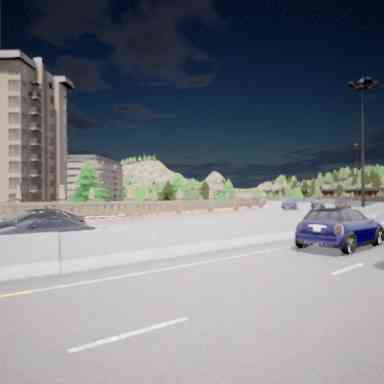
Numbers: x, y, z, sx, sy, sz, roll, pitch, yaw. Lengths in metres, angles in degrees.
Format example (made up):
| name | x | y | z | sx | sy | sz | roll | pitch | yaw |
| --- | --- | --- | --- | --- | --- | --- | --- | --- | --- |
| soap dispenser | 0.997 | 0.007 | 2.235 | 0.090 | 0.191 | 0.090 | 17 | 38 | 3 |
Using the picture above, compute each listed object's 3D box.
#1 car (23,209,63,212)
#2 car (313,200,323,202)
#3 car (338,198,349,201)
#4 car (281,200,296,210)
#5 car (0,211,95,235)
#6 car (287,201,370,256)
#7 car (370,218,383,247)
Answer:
| name | x | y | z | sx | sy | sz | roll | pitch | yaw |
| --- | --- | --- | --- | --- | --- | --- | --- | --- | --- |
| car | -7.586 | 1.596 | 16.023 | 4.892 | 1.490 | 1.837 | 0 | 0 | -38 |
| car | 19.168 | 1.916 | 50.510 | 1.812 | 1.442 | 4.674 | 0 | -1 | 24 |
| car | 21.383 | 1.699 | 46.977 | 2.097 | 1.767 | 4.553 | 0 | -1 | 25 |
| car | 14.208 | 1.903 | 48.156 | 1.812 | 1.442 | 4.674 | 0 | -1 | 26 |
| car | -5.904 | 1.637 | 12.919 | 4.181 | 1.385 | 1.994 | 0 | 0 | -38 |
| car | 6.228 | 1.429 | 13.868 | 4.553 | 1.767 | 2.097 | 0 | -1 | -43 |
| car | 7.777 | 1.546 | 10.509 | 4.902 | 1.511 | 2.128 | 0 | 0 | -42 |
